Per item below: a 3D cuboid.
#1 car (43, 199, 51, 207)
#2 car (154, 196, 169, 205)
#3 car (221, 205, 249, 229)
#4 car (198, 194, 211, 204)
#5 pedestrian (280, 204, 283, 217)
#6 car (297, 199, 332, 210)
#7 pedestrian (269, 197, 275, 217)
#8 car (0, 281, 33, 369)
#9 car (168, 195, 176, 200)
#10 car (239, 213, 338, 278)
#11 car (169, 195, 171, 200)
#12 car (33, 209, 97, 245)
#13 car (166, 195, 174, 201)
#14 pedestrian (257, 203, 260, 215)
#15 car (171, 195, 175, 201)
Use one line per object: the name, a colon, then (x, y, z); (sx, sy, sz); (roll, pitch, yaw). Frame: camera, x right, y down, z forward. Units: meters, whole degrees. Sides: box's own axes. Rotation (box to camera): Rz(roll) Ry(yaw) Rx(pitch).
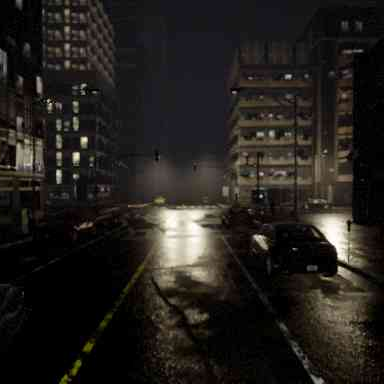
car: (-21.639, 1.272, 44.892); (4.829, 1.417, 1.752); (0, 0, 1)
car: (-5.674, 1.509, 59.039); (1.752, 1.417, 4.829); (-1, 0, 0)
car: (2.818, 1.518, 21.419); (1.752, 1.417, 4.829); (-1, 0, 0)
car: (2.709, 1.533, 64.859); (2.008, 1.369, 4.403); (-1, 0, 0)
pedestrian: (8.150, 1.327, 30.171); (0.375, 1.860, 0.375); (-1, 1, 0)
car: (16.336, 1.617, 44.376); (4.403, 1.369, 2.008); (0, 0, 1)
pedestrian: (7.150, 1.298, 29.571); (0.375, 1.860, 0.375); (-1, 1, 0)
car: (-3.100, 1.547, 2.218); (2.033, 1.411, 5.357); (0, 0, 0)
car: (-5.657, 1.523, 93.135); (1.887, 1.381, 4.507); (-1, 0, 0)
car: (2.812, 1.547, 9.960); (2.008, 1.369, 4.403); (-1, 0, 0)
car: (-5.671, 1.549, 64.863); (1.947, 1.339, 4.313); (-1, 0, 0)
car: (-5.824, 1.540, 15.667); (1.887, 1.381, 4.507); (-1, 0, 0)
car: (-5.659, 1.561, 87.481); (1.802, 1.307, 4.206); (-1, 0, 0)
pedestrian: (6.150, 1.521, 30.776); (0.500, 1.100, 0.500); (-1, 1, 0)
car: (-5.662, 1.525, 81.826); (1.887, 1.381, 4.507); (-1, 0, 0)
